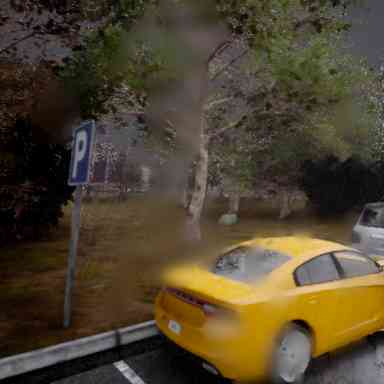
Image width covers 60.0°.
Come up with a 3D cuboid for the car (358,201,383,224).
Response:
[{"bbox_3d":[6.419,1.239,8.641,5.566,2.045,2.435,0,0,-33],"label":"car"}]

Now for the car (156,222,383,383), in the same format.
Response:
[{"bbox_3d":[1.858,1.484,5.385,5.008,1.535,2.097,0,0,-33],"label":"car"}]
